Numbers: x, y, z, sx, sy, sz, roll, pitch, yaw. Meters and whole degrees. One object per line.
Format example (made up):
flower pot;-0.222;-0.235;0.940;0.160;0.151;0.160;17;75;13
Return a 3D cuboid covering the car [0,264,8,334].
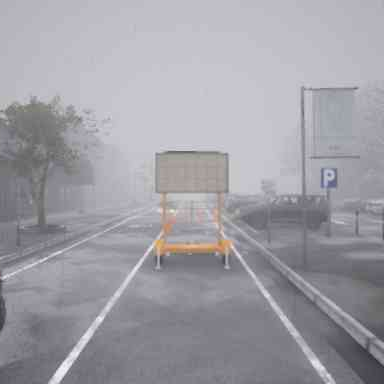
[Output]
car;-3.349;1.219;1.828;2.150;2.045;5.566;0;0;0

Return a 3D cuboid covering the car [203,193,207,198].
car;5.653;0.784;68.449;5.566;2.045;2.435;0;1;0

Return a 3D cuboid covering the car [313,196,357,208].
car;18.819;1.338;43.886;4.792;1.488;2.163;0;1;0

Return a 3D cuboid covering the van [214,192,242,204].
van;5.815;0.972;54.434;4.442;1.987;1.878;0;1;0

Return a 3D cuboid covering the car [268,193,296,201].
car;18.575;1.028;68.865;5.366;1.575;1.946;0;1;0

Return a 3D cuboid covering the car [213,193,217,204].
car;5.715;1.290;46.024;4.892;1.521;2.231;0;1;0

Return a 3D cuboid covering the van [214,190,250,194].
van;5.822;1.037;48.829;4.442;1.987;1.878;0;1;0

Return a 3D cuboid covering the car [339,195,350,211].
car;18.795;1.364;35.553;5.008;1.535;2.097;0;0;0

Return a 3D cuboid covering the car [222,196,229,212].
car;5.720;1.379;32.001;5.008;1.535;2.097;0;0;0

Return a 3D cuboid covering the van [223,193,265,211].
van;5.835;1.126;37.609;4.442;1.987;1.878;0;0;0

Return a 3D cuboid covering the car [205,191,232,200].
car;5.650;0.752;71.252;5.566;2.045;2.435;0;1;0

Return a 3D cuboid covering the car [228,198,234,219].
car;5.550;1.407;23.591;5.366;1.575;1.946;0;0;0

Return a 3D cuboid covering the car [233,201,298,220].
car;5.735;1.440;26.395;4.674;1.452;2.002;0;0;0

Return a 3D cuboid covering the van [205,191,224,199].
van;5.548;0.647;82.465;4.442;1.987;1.878;0;1;0

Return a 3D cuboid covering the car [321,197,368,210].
car;18.764;1.363;41.102;4.792;1.488;2.163;0;1;0

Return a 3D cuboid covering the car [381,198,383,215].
car;18.816;1.397;27.225;5.008;1.535;2.097;0;0;0

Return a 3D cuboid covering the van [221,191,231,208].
van;5.605;1.141;34.807;4.442;1.987;1.878;0;0;0

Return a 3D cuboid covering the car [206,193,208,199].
car;5.682;1.108;65.649;4.674;1.452;2.002;0;1;0

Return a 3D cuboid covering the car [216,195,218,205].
car;5.744;1.366;40.413;4.792;1.488;2.163;0;0;0

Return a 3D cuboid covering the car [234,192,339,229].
car;5.711;1.169;20.787;5.566;2.045;2.435;0;0;0

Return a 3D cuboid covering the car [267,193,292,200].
car;18.763;1.000;71.642;4.892;1.521;2.231;0;1;0

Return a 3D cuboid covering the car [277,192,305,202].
car;18.798;0.970;63.314;4.553;1.767;2.185;0;1;0

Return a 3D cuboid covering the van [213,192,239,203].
van;5.811;0.939;57.237;4.442;1.987;1.878;0;1;0

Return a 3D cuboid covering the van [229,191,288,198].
van;5.845;1.163;29.197;4.442;1.987;1.878;0;0;0

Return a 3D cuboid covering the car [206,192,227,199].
car;5.640;0.812;76.860;4.553;1.767;2.185;0;1;0

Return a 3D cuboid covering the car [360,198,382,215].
car;18.779;1.136;30.000;5.566;2.045;2.435;0;0;0

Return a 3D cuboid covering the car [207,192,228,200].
car;5.643;0.845;74.056;4.553;1.767;2.185;0;1;0

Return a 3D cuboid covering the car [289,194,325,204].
car;18.963;1.189;54.988;5.366;1.575;1.946;0;1;0

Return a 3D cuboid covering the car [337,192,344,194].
car;18.759;1.032;46.658;5.566;2.045;2.435;0;1;0

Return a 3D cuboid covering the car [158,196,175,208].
car;-3.335;1.270;43.925;1.882;1.535;5.008;0;0;0

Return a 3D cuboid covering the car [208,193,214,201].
car;5.674;0.979;51.629;5.566;2.045;2.435;0;1;0

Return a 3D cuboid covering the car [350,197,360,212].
car;18.798;1.378;32.775;4.892;1.521;2.231;0;0;0

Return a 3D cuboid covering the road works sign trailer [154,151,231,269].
road works sign trailer;-0.002;0.437;11.056;2.380;3.560;2.880;0;0;-1
